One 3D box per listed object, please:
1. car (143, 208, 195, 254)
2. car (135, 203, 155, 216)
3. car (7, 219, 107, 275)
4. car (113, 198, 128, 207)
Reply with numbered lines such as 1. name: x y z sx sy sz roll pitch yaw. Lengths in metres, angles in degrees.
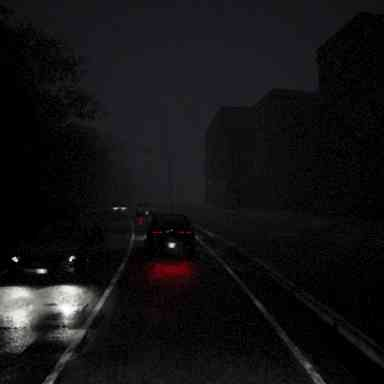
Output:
1. car: -0.998 1.619 14.006 1.837 1.490 4.892 1 -1 -7
2. car: -4.955 1.789 35.221 1.895 1.301 4.718 1 0 -12
3. car: -4.041 1.619 11.000 2.033 1.411 5.357 0 0 -6
4. car: -11.320 1.692 53.172 2.033 1.411 5.357 0 0 -4
